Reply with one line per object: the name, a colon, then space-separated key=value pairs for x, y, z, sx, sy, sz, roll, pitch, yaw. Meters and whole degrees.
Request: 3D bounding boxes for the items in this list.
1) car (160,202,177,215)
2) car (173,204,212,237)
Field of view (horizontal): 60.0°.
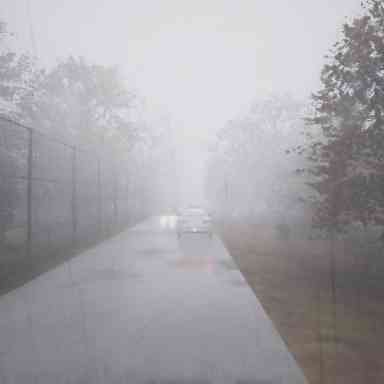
car: x=-2.659 y=1.911 z=39.498 sx=2.128 sy=1.511 sz=4.902 roll=0 pitch=-1 yaw=1
car: x=0.129 y=1.627 z=18.401 sx=1.812 sy=1.442 sz=4.674 roll=0 pitch=-1 yaw=0
